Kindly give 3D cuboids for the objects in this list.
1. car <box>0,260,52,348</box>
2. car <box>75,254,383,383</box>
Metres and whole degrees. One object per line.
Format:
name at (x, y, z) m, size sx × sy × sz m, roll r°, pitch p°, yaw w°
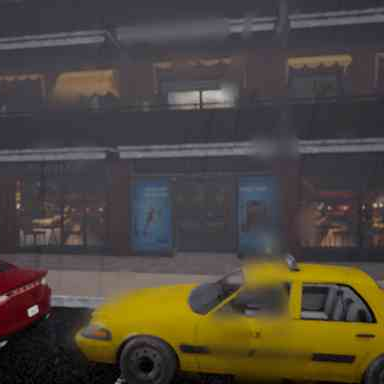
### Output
car at (-4.450, 1.538, 4.977) m, size 4.507 × 1.381 × 1.887 m, roll 0°, pitch -1°, yaw 7°
car at (1.006, 1.521, 4.279) m, size 4.829 × 1.417 × 1.752 m, roll 0°, pitch -1°, yaw 7°
